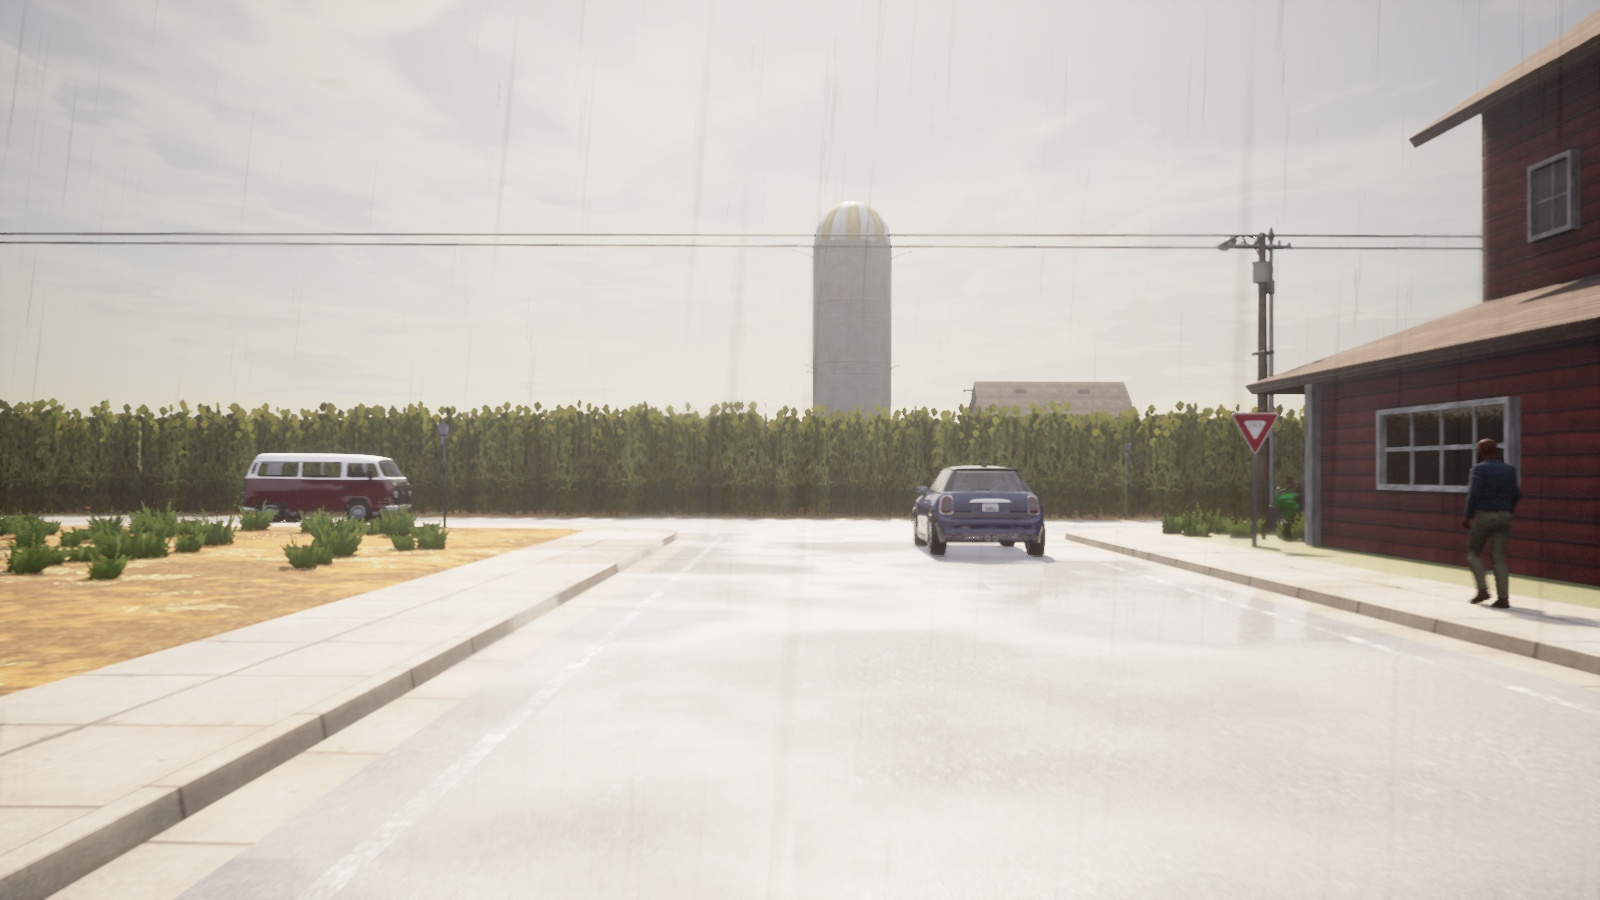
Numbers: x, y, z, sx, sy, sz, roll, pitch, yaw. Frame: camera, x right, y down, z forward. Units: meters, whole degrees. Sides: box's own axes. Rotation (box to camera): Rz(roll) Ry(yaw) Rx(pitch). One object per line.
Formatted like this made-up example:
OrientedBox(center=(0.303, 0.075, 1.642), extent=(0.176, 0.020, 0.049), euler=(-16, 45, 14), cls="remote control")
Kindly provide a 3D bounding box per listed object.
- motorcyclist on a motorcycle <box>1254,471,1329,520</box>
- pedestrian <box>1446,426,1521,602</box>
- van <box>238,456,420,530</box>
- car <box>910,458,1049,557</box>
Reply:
OrientedBox(center=(15.391, 1.421, 39.342), extent=(2.044, 1.523, 0.797), euler=(0, -1, 1), cls="motorcyclist on a motorcycle")
OrientedBox(center=(7.306, 0.672, 13.435), extent=(0.370, 1.835, 0.726), euler=(0, -1, -1), cls="pedestrian")
OrientedBox(center=(-13.508, 1.225, 36.210), extent=(4.480, 2.038, 2.069), euler=(0, -1, 1), cls="van")
OrientedBox(center=(3.439, 1.077, 24.937), extent=(2.097, 1.767, 4.553), euler=(0, -1, 0), cls="car")
